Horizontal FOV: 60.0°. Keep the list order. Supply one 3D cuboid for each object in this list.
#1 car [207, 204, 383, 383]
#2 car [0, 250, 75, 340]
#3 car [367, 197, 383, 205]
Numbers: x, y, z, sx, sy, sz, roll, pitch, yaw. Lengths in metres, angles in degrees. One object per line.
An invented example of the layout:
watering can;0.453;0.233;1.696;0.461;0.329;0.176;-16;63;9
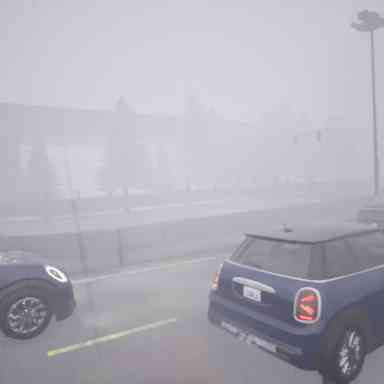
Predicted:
car;2.501;1.282;5.567;4.553;1.767;2.097;-2;1;-36
car;-4.222;1.354;5.031;4.553;1.767;2.097;0;0;-36
car;9.193;0.930;14.748;4.892;1.490;1.837;-4;3;-36
